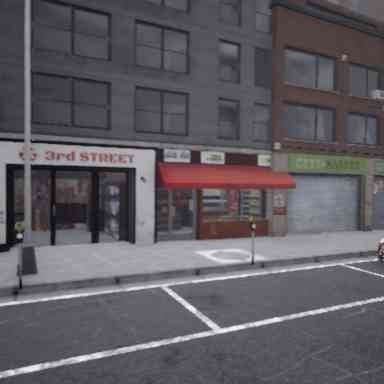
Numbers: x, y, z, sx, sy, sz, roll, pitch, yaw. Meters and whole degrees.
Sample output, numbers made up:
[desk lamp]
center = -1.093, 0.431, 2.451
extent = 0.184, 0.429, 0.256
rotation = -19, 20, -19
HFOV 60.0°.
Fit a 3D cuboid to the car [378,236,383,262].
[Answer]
[car]
center = 7.466, 1.385, 9.816
extent = 4.097, 1.590, 1.967
rotation = 1, 1, -26
